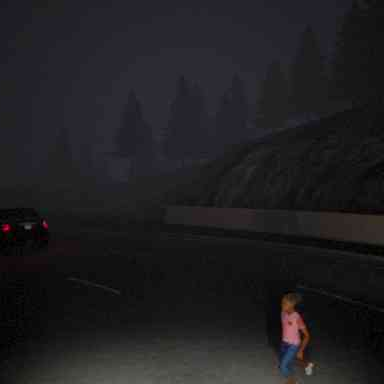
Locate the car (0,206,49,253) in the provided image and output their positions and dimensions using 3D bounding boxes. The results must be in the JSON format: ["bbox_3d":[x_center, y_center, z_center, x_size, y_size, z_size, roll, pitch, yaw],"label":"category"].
[{"bbox_3d":[-8.010,1.352,13.640,4.553,1.767,2.097,0,0,31],"label":"car"}]

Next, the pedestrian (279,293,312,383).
[{"bbox_3d":[1.174,1.294,3.897,0.375,1.860,0.375,0,0,-24],"label":"pedestrian"}]
